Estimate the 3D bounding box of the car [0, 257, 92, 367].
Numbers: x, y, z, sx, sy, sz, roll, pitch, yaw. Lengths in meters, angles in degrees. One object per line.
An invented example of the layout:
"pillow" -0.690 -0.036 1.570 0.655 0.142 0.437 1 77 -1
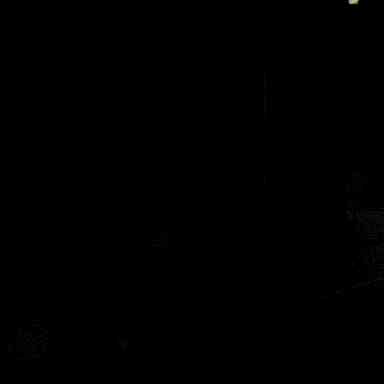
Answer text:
"car" -3.604 1.546 4.187 4.507 1.381 1.887 0 1 -36
